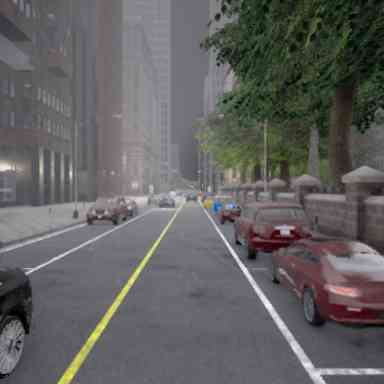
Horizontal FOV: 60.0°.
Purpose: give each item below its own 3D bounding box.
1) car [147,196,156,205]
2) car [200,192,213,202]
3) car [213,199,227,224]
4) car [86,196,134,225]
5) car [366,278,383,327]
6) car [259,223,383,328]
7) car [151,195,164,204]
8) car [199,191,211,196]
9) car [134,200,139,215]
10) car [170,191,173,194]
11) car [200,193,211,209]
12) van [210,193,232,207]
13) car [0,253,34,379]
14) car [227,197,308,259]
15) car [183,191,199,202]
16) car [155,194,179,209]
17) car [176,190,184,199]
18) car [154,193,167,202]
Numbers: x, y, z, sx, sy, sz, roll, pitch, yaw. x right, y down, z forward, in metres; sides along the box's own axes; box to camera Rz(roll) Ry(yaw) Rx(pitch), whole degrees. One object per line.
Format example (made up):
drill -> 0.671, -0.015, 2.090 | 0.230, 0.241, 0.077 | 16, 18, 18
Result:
car -> -5.785, 1.251, 50.913 | 2.008, 1.369, 4.403 | 0, 0, 0
car -> 2.737, 0.926, 61.974 | 2.192, 1.841, 5.009 | 0, 0, 0
car -> 2.752, 1.443, 23.307 | 1.887, 1.381, 4.507 | 0, 0, 0
car -> -5.774, 1.213, 23.292 | 2.192, 1.841, 5.009 | 0, 0, 0
car -> 2.757, 1.562, 1.205 | 1.947, 1.339, 4.313 | 0, 0, 0
car -> 2.757, 1.561, 6.731 | 1.802, 1.307, 4.206 | 0, 0, 0
car -> -5.787, 1.183, 56.267 | 1.752, 1.417, 4.829 | 0, 0, 0
car -> 2.739, 0.972, 56.450 | 2.192, 1.841, 5.009 | 0, 0, 0
car -> -5.776, 1.301, 28.815 | 1.967, 1.590, 4.097 | 0, 0, 0
car -> -5.794, 1.080, 73.009 | 1.947, 1.339, 4.313 | 0, 0, 0
car -> 2.331, 1.230, 41.340 | 1.801, 1.575, 5.366 | 0, 0, 0
van -> 2.750, 1.203, 28.829 | 1.690, 1.788, 3.998 | 0, 0, 0
car -> -3.098, 1.484, 2.666 | 2.128, 1.511, 4.902 | 0, 0, 0
car -> 2.755, 1.272, 12.255 | 2.192, 1.841, 5.009 | 0, 0, 0
car -> -0.024, 0.964, 61.780 | 2.097, 1.767, 4.553 | 0, 0, 0
car -> -3.100, 1.332, 41.864 | 1.994, 1.385, 4.181 | 0, 0, 0
car -> -1.132, 0.850, 82.575 | 2.128, 1.511, 4.902 | 0, 0, 26
car -> -5.789, 1.050, 61.961 | 1.967, 1.590, 4.097 | 0, 0, 0
